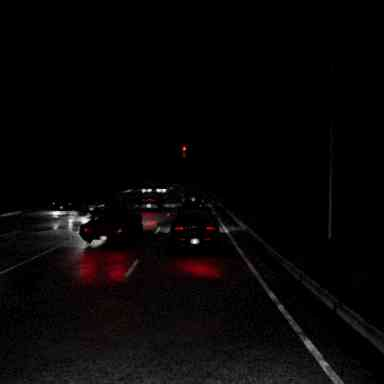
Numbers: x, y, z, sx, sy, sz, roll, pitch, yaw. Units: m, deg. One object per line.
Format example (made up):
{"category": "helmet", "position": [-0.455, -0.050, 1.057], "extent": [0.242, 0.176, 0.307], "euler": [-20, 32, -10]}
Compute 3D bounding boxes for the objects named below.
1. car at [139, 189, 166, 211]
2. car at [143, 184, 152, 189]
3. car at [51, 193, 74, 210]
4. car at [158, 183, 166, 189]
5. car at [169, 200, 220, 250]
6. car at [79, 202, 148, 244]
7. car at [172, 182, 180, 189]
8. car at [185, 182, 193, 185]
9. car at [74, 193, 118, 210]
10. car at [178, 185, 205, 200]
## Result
{"category": "car", "position": [-3.404, 0.760, 28.624], "extent": [1.837, 1.490, 4.892], "euler": [0, 2, 0]}
{"category": "car", "position": [-10.888, -1.290, 81.543], "extent": [1.895, 1.301, 4.718], "euler": [0, 2, -1]}
{"category": "car", "position": [-10.538, 0.766, 29.555], "extent": [2.033, 1.411, 5.357], "euler": [0, 2, 1]}
{"category": "car", "position": [-7.393, -1.366, 81.735], "extent": [2.128, 1.511, 4.902], "euler": [0, 2, -1]}
{"category": "car", "position": [0.097, 1.356, 13.751], "extent": [1.837, 1.490, 4.892], "euler": [0, 2, 0]}
{"category": "car", "position": [-3.403, 1.406, 15.008], "extent": [1.895, 1.301, 4.718], "euler": [0, 2, 0]}
{"category": "car", "position": [-4.052, -1.568, 86.431], "extent": [1.812, 1.442, 4.674], "euler": [0, 2, -2]}
{"category": "car", "position": [-0.552, -1.561, 86.531], "extent": [1.812, 1.442, 4.674], "euler": [0, 2, -2]}
{"category": "car", "position": [-7.067, 0.860, 25.867], "extent": [2.128, 1.511, 4.902], "euler": [0, 2, 0]}
{"category": "car", "position": [0.094, 0.582, 29.282], "extent": [2.097, 1.767, 4.553], "euler": [0, 2, 0]}
